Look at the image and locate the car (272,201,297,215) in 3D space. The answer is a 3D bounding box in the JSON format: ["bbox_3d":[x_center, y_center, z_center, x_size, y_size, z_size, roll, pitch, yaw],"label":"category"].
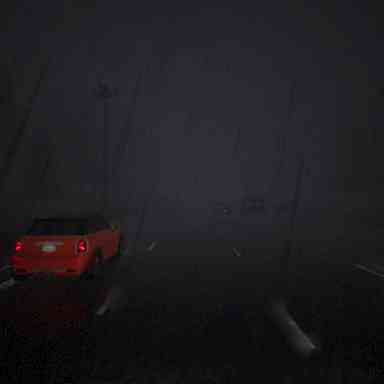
[{"bbox_3d":[10.605,1.809,38.275,2.128,1.511,4.902,0,0,0],"label":"car"}]

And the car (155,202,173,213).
[{"bbox_3d":[-3.494,1.911,41.794,1.994,1.385,4.181,0,0,0],"label":"car"}]

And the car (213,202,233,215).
[{"bbox_3d":[3.606,1.847,38.720,1.812,1.442,4.674,0,0,0],"label":"car"}]

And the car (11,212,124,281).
[{"bbox_3d":[-3.515,1.439,10.329,2.097,1.767,4.553,0,0,0],"label":"car"}]

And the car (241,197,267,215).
[{"bbox_3d":[7.108,1.540,38.449,2.150,2.045,5.566,0,0,0],"label":"car"}]
